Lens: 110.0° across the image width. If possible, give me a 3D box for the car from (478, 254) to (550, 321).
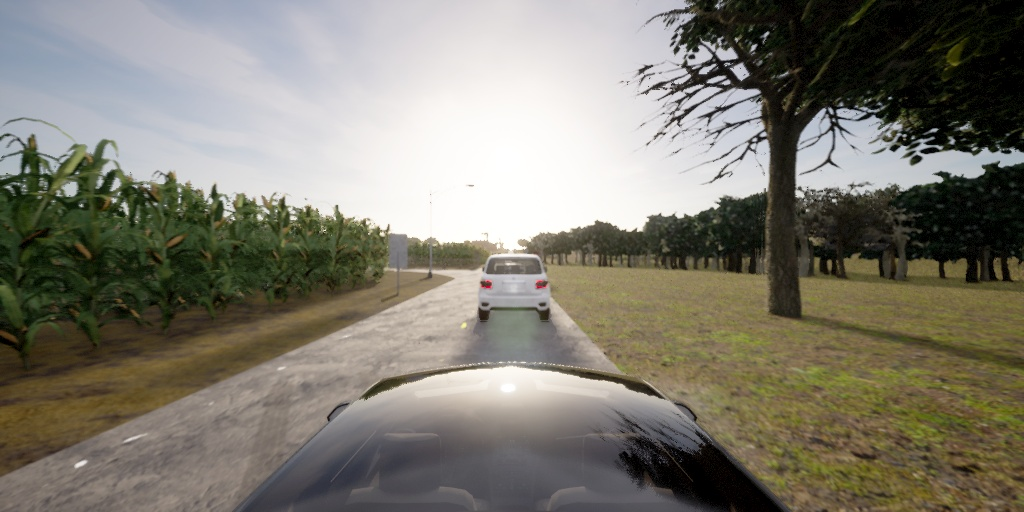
[{"bbox_3d":[0.091,0.959,12.589,2.150,2.045,5.566,0,0,1],"label":"car"}]
